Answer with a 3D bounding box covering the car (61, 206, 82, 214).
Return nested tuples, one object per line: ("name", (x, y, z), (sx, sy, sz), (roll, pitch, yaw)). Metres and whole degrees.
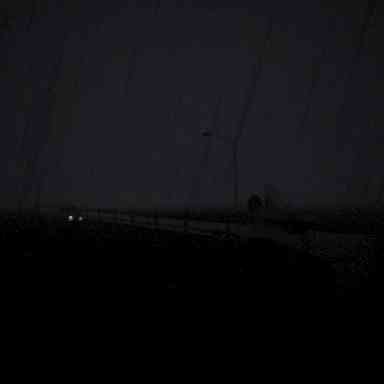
("car", (-18.245, 2.719, 50.365), (1.895, 1.301, 4.718), (-1, -1, -35))
